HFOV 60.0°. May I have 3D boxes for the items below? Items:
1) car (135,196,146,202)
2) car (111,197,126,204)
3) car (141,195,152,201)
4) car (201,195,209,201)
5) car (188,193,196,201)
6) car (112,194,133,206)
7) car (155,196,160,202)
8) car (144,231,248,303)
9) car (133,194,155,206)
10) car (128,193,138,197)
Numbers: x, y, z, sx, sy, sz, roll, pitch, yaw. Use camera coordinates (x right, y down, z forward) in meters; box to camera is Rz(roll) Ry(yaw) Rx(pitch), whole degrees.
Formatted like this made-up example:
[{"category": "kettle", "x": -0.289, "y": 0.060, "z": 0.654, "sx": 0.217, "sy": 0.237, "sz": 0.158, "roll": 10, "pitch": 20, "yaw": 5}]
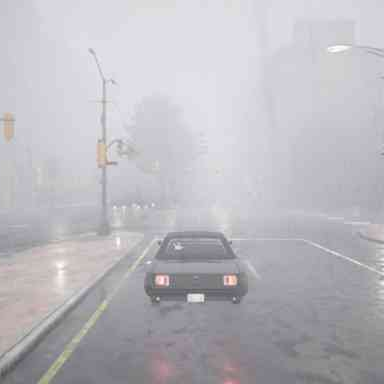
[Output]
[{"category": "car", "x": -11.489, "y": 1.549, "z": 74.399, "sx": 1.994, "sy": 1.385, "sz": 4.181, "roll": 0, "pitch": 0, "yaw": 0}, {"category": "car", "x": -14.740, "y": 1.592, "z": 66.810, "sx": 1.895, "sy": 1.301, "sz": 4.718, "roll": 0, "pitch": 0, "yaw": 0}, {"category": "car", "x": -11.487, "y": 1.521, "z": 84.632, "sx": 2.128, "sy": 1.511, "sz": 4.902, "roll": 0, "pitch": 0, "yaw": 0}, {"category": "car", "x": 3.513, "y": 1.591, "z": 86.971, "sx": 1.895, "sy": 1.301, "sz": 4.718, "roll": 0, "pitch": 0, "yaw": 0}, {"category": "car", "x": 0.013, "y": 1.536, "z": 85.794, "sx": 2.033, "sy": 1.411, "sz": 5.357, "roll": 0, "pitch": 0, "yaw": 0}, {"category": "car", "x": -11.580, "y": 1.523, "z": 55.103, "sx": 1.812, "sy": 1.442, "sz": 4.674, "roll": 0, "pitch": 0, "yaw": 0}, {"category": "car", "x": -8.020, "y": 1.561, "z": 65.737, "sx": 1.994, "sy": 1.385, "sz": 4.181, "roll": 0, "pitch": 0, "yaw": 1}, {"category": "car", "x": 0.076, "y": 1.600, "z": 8.154, "sx": 1.895, "sy": 1.301, "sz": 4.718, "roll": 0, "pitch": 0, "yaw": 0}, {"category": "car", "x": -8.080, "y": 1.545, "z": 56.501, "sx": 2.033, "sy": 1.411, "sz": 5.357, "roll": 0, "pitch": 0, "yaw": 0}, {"category": "car", "x": -11.528, "y": 1.219, "z": 64.515, "sx": 2.150, "sy": 2.045, "sz": 5.566, "roll": 0, "pitch": 0, "yaw": 1}]
